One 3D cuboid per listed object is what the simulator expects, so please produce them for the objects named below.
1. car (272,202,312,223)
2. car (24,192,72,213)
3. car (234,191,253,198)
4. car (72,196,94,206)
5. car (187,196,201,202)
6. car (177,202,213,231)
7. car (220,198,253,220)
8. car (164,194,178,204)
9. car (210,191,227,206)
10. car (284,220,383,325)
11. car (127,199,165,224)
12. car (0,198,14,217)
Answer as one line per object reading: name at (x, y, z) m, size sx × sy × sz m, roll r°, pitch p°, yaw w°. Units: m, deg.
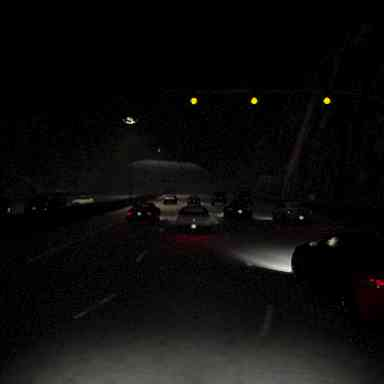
car at (7.117, 1.423, 23.925) m, size 1.812 × 1.442 × 4.674 m, roll 0°, pitch 0°, yaw 0°
car at (-13.920, 1.055, 32.121) m, size 2.150 × 2.045 × 5.566 m, roll 0°, pitch 1°, yaw 0°
car at (7.299, 0.861, 47.410) m, size 2.150 × 2.045 × 5.566 m, roll 0°, pitch 1°, yaw 0°
car at (-13.841, 1.237, 42.301) m, size 1.812 × 1.442 × 4.674 m, roll 0°, pitch 1°, yaw 0°
car at (0.285, 1.212, 45.679) m, size 2.033 × 1.411 × 5.357 m, roll 0°, pitch 1°, yaw 0°
car at (0.107, 1.523, 19.961) m, size 1.895 × 1.301 × 4.718 m, roll 0°, pitch 0°, yaw 0°
car at (3.648, 1.439, 27.142) m, size 1.994 × 1.385 × 4.181 m, roll 0°, pitch 0°, yaw 0°
car at (-3.177, 1.076, 50.640) m, size 2.128 × 1.511 × 4.902 m, roll 0°, pitch 1°, yaw 0°
car at (3.797, 0.864, 47.206) m, size 2.150 × 2.045 × 5.566 m, roll 0°, pitch 1°, yaw 0°
car at (3.600, 1.548, 7.086) m, size 1.994 × 1.385 × 4.181 m, roll 0°, pitch 0°, yaw 0°
car at (-3.376, 1.442, 23.943) m, size 2.033 × 1.411 × 5.357 m, roll 0°, pitch 0°, yaw 0°
car at (-13.994, 1.410, 22.028) m, size 1.837 × 1.490 × 4.892 m, roll 0°, pitch 0°, yaw 0°
